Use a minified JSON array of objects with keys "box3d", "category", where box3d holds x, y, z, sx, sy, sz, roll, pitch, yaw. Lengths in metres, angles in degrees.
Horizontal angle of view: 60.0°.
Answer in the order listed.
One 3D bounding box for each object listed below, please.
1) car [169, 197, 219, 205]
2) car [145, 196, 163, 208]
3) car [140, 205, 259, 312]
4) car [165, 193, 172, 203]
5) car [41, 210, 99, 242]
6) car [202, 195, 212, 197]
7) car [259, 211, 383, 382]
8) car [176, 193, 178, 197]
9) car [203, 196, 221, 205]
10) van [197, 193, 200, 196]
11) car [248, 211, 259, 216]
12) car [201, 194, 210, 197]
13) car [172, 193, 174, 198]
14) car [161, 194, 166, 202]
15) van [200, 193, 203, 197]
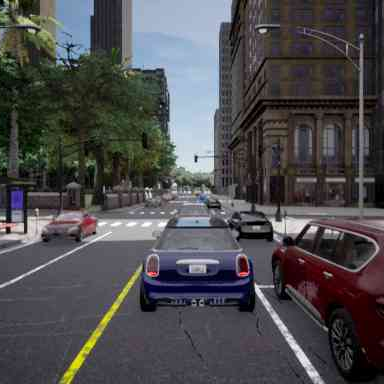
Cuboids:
[{"box3d":[0.088,1.346,17.414,2.097,1.767,4.553,0,0,0],"category":"car"},{"box3d":[-5.801,1.523,48.103,2.008,1.369,4.403,0,0,0],"category":"car"},{"box3d":[0.097,1.350,7.880,2.097,1.767,4.553,0,0,0],"category":"car"},{"box3d":[-5.817,1.389,69.785,1.967,1.590,4.097,0,0,0],"category":"car"},{"box3d":[-5.778,1.576,16.244,1.802,1.307,4.206,0,0,0],"category":"car"},{"box3d":[2.724,1.539,48.090,1.947,1.339,4.313,0,0,0],"category":"car"},{"box3d":[2.754,1.314,5.382,2.192,1.841,5.009,0,0,0],"category":"car"},{"box3d":[-5.833,1.229,91.466,2.192,1.841,5.009,0,0,0],"category":"car"},{"box3d":[2.728,1.543,42.670,1.947,1.339,4.313,0,0,0],"category":"car"},{"box3d":[2.700,1.274,80.612,1.690,1.788,3.998,0,0,0],"category":"van"},{"box3d":[2.747,1.561,16.233,1.947,1.339,4.313,0,0,0],"category":"car"},{"box3d":[2.720,1.493,53.680,1.752,1.417,4.829,0,0,0],"category":"car"},{"box3d":[-5.822,1.256,75.205,2.192,1.841,5.009,0,0,0],"category":"car"},{"box3d":[-5.806,1.408,53.523,1.967,1.590,4.097,0,0,0],"category":"car"},{"box3d":[2.715,1.303,58.931,1.690,1.788,3.998,0,0,0],"category":"van"}]
